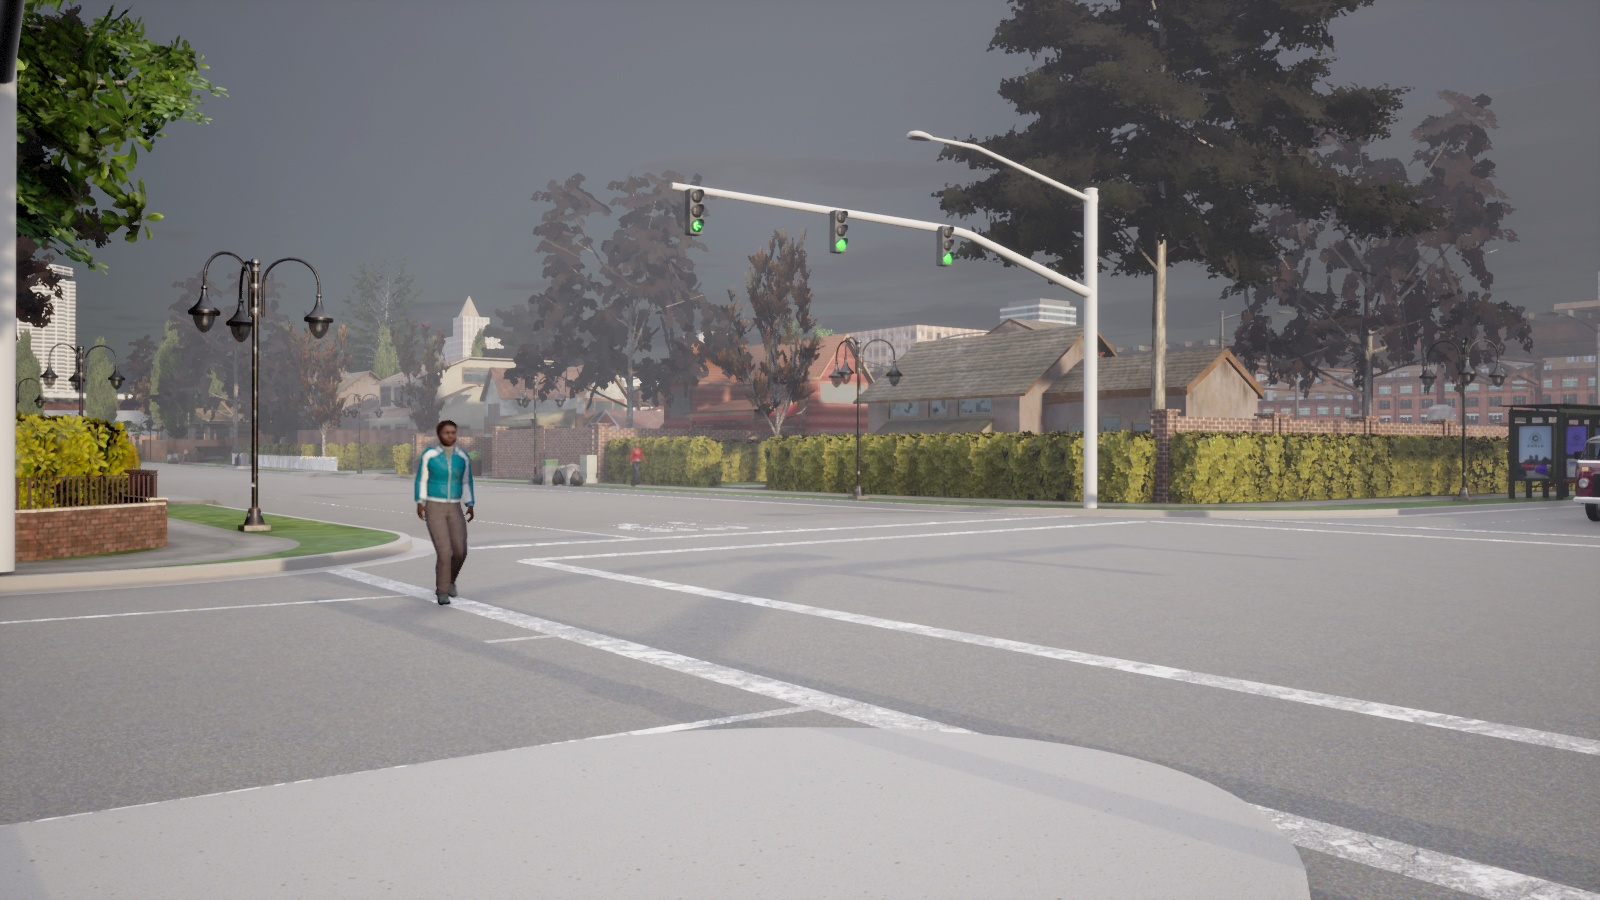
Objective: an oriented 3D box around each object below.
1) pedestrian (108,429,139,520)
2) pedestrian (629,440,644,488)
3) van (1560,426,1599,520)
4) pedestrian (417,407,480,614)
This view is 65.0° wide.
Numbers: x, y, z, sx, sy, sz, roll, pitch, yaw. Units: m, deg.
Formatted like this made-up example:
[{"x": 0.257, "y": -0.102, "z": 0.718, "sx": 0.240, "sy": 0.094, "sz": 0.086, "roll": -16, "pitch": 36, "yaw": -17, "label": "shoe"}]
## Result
[{"x": -13.869, "y": 0.502, "z": 25.735, "sx": 0.431, "sy": 1.840, "sz": 0.709, "roll": 0, "pitch": 0, "yaw": -38, "label": "pedestrian"}, {"x": -6.427, "y": 0.544, "z": 49.432, "sx": 0.331, "sy": 1.846, "sz": 0.636, "roll": 0, "pitch": 0, "yaw": -36, "label": "pedestrian"}, {"x": 19.198, "y": 0.497, "z": 28.227, "sx": 4.480, "sy": 2.038, "sz": 2.069, "roll": 0, "pitch": 0, "yaw": -37, "label": "van"}, {"x": -3.395, "y": 0.568, "z": 12.122, "sx": 0.396, "sy": 1.930, "sz": 0.692, "roll": 0, "pitch": 0, "yaw": -33, "label": "pedestrian"}]
